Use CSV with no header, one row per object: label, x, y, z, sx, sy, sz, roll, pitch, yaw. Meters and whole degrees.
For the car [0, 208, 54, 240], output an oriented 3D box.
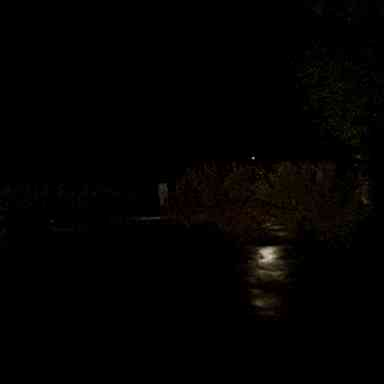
car,-9.728,1.634,18.116,1.837,1.490,4.892,-3,-1,19
